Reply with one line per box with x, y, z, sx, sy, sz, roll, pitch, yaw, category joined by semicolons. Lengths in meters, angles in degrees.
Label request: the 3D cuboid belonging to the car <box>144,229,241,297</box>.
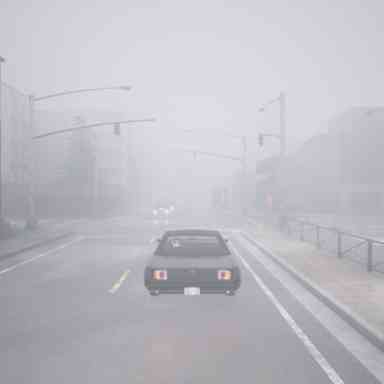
0.009;1.602;8.561;1.895;1.301;4.718;0;0;0;car

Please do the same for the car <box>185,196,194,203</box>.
-0.461;1.498;66.582;2.128;1.511;4.902;0;0;0;car

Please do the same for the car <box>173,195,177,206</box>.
-3.961;1.606;53.574;1.895;1.301;4.718;0;0;0;car

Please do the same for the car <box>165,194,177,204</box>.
-3.992;1.359;63.742;2.097;1.767;4.553;0;0;0;car

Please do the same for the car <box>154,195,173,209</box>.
-3.904;1.509;44.308;1.837;1.490;4.892;0;0;0;car
